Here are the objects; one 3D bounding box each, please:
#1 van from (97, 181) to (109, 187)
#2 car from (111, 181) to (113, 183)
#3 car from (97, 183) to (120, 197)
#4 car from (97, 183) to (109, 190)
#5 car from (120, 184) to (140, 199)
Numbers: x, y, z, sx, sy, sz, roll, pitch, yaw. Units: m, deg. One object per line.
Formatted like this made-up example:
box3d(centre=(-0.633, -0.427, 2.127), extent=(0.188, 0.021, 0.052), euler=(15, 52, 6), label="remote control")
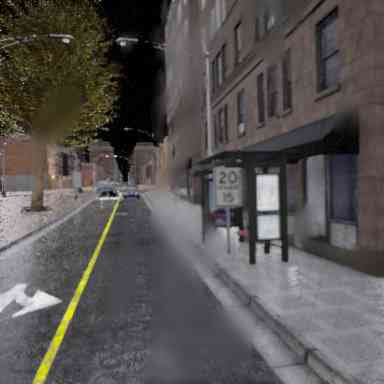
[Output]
box3d(centre=(-17.701, -1.216, 65.393), extent=(1.690, 1.788, 3.998), euler=(0, 2, -11), label="van")
box3d(centre=(-19.283, -1.518, 73.540), extent=(2.192, 1.841, 5.009), euler=(0, 2, -11), label="car")
box3d(centre=(-10.650, -0.114, 42.680), extent=(1.895, 1.301, 4.718), euler=(-2, 4, -11), label="car")
box3d(centre=(-18.335, -1.117, 68.657), extent=(2.008, 1.369, 4.403), euler=(0, 2, -11), label="car")
box3d(centre=(-7.137, 0.001, 39.224), extent=(2.033, 1.411, 5.357), euler=(-2, 4, -10), label="car")
